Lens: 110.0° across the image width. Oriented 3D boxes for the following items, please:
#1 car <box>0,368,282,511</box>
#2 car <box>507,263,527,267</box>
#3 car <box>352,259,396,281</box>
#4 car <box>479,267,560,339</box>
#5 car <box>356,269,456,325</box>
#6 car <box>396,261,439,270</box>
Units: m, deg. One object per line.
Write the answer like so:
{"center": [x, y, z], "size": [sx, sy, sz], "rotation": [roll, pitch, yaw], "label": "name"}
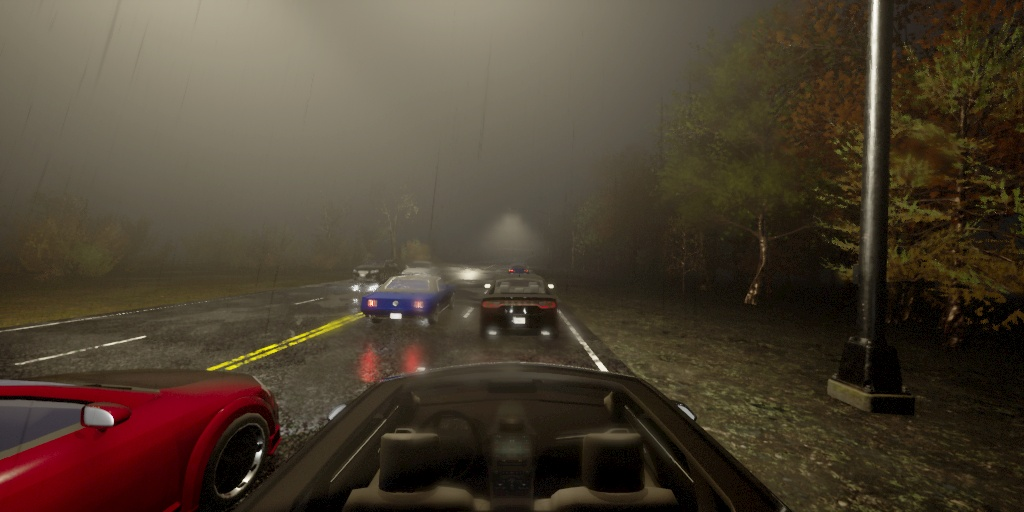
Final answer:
{"center": [-3.141, 1.241, 1.614], "size": [1.994, 1.385, 4.181], "rotation": [2, 0, 1], "label": "car"}
{"center": [0.526, 1.296, 30.605], "size": [1.812, 1.442, 4.674], "rotation": [1, 0, 0], "label": "car"}
{"center": [-9.511, 0.967, 25.386], "size": [2.128, 1.511, 4.902], "rotation": [2, 0, 1], "label": "car"}
{"center": [0.201, 1.235, 10.157], "size": [1.882, 1.535, 5.008], "rotation": [0, 0, 1], "label": "car"}
{"center": [-3.017, 1.280, 11.568], "size": [1.895, 1.301, 4.718], "rotation": [2, 0, 0], "label": "car"}
{"center": [-6.269, 1.101, 25.060], "size": [1.812, 1.442, 4.674], "rotation": [2, 0, 1], "label": "car"}
